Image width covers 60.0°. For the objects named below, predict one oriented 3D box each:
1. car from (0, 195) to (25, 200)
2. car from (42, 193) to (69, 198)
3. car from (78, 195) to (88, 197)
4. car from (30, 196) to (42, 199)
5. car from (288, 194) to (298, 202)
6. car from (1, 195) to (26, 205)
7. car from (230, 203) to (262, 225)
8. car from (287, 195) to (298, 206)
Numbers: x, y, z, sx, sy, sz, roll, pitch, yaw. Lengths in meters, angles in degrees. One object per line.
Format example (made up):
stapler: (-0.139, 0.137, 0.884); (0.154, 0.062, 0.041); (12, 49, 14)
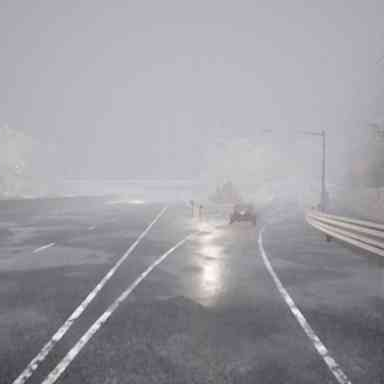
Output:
car: (-22.784, 1.428, 40.372); (2.033, 1.411, 5.357); (0, 0, -2)
car: (-23.386, 1.390, 57.194); (1.837, 1.490, 4.892); (0, 0, -2)
car: (-23.989, 1.354, 73.136); (1.837, 1.490, 4.892); (0, 0, -2)
car: (-26.894, 1.396, 57.560); (1.812, 1.442, 4.674); (0, 0, -2)
car: (23.234, 1.356, 76.586); (2.128, 1.511, 4.902); (0, 4, 16)
car: (-30.370, 1.354, 56.781); (1.837, 1.490, 4.892); (0, 0, -2)
car: (4.554, 1.727, 27.644); (2.097, 1.767, 4.553); (1, -1, 18)
car: (20.118, 2.008, 67.013); (1.895, 1.301, 4.718); (0, 3, 18)
